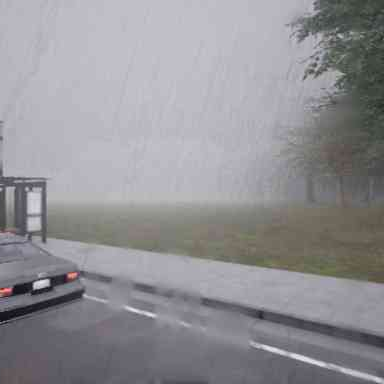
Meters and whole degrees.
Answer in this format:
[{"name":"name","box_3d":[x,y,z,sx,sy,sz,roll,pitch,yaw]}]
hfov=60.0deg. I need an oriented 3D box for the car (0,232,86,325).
[{"name":"car","box_3d":[-4.506,1.560,6.907,5.357,1.411,2.033,0,0,35]}]
